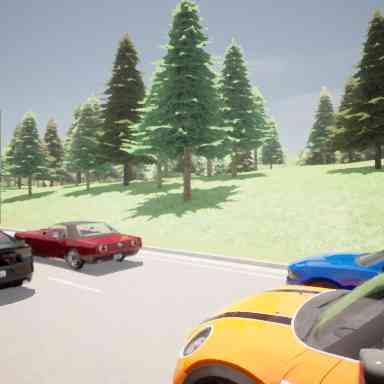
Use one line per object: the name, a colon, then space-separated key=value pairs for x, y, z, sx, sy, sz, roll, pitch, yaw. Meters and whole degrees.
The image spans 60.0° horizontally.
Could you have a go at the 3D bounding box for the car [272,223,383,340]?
car: x=4.057 y=1.478 z=5.392 sx=5.008 sy=1.535 sz=1.882 roll=0 pitch=0 yaw=36

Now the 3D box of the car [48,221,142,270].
car: x=-3.948 y=1.601 z=11.025 sx=4.718 sy=1.301 sz=1.895 roll=0 pitch=0 yaw=36

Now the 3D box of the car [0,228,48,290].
car: x=-5.826 y=1.478 z=8.063 sx=5.008 sy=1.535 sz=1.882 roll=0 pitch=0 yaw=36

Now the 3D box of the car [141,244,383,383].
car: x=2.021 y=1.352 z=2.546 sx=4.553 sy=1.767 sz=2.097 roll=0 pitch=0 yaw=36
